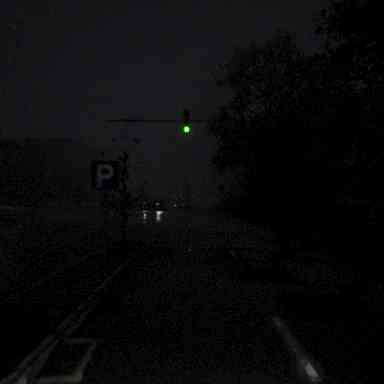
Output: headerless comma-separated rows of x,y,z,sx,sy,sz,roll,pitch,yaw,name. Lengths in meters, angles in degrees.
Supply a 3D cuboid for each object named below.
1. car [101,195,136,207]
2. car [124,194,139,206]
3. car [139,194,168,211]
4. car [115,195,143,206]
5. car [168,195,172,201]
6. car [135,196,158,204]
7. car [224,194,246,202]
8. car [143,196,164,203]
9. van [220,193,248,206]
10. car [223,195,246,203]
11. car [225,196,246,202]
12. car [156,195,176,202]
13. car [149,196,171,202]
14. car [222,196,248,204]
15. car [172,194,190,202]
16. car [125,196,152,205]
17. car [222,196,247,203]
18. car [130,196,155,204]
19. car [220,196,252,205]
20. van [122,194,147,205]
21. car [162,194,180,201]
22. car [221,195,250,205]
-11.650,1.590,51.619,4.792,1.488,2.163,-1,0,-15,car
-11.017,1.561,54.614,5.366,1.575,1.946,-1,-1,-15,car
-4.565,1.325,40.074,2.097,1.767,4.553,0,-1,4,car
-10.935,1.456,57.567,4.553,1.767,2.185,-1,-1,-14,car
-8.311,1.425,78.573,5.566,2.045,2.435,-1,-1,-12,car
-9.542,1.676,69.579,4.674,1.452,2.002,-1,-1,-13,car
10.052,1.482,77.836,4.553,1.767,2.185,1,0,-11,car
-8.750,1.703,75.564,4.674,1.452,2.002,-1,0,-12,car
7.067,1.288,54.286,4.442,1.987,1.878,1,0,-14,van
9.175,1.459,71.963,4.553,1.767,2.185,1,0,-12,car
10.874,1.659,83.678,4.792,1.488,2.163,1,0,-11,car
-6.959,1.717,87.516,5.008,1.535,2.097,-1,0,-11,car
-7.900,1.691,81.552,5.008,1.535,2.097,-1,-1,-12,car
8.457,1.602,66.092,4.674,1.452,2.002,1,0,-13,car
-2.145,1.416,66.099,1.882,1.535,5.008,0,0,7,car
-10.264,1.610,63.580,4.892,1.521,2.231,-1,-1,-14,car
8.819,1.614,69.031,4.674,1.452,2.002,1,0,-13,car
-9.903,1.662,66.576,4.674,1.452,2.002,-1,0,-13,car
7.964,1.538,60.252,5.366,1.575,1.946,1,0,-14,car
-10.481,1.368,60.609,4.442,1.987,1.878,-1,-1,-14,van
-5.939,1.617,93.477,4.553,1.767,2.185,-1,0,-11,car
7.440,1.401,57.257,4.553,1.767,2.185,1,0,-14,car
